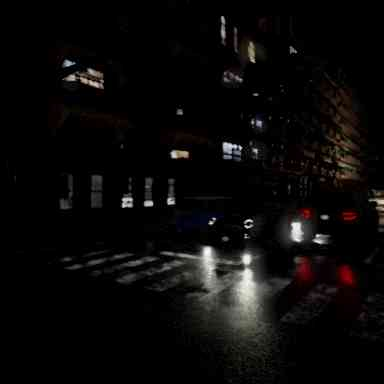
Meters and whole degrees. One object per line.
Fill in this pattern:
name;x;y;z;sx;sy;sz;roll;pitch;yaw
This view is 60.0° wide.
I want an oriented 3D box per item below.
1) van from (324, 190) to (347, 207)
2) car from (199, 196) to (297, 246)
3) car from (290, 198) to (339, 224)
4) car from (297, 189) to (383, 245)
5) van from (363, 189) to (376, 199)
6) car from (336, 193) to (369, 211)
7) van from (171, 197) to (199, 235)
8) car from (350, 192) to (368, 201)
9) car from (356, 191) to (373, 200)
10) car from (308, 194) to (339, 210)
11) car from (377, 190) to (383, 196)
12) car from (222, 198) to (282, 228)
van;16.800;0.712;38.824;1.690;1.788;3.998;1;2;35
car;2.549;1.129;14.169;2.097;1.767;4.553;0;1;36
car;8.269;1.205;22.226;1.994;1.385;4.181;0;1;36
car;6.551;0.984;14.492;2.150;2.045;5.566;1;1;37
van;32.924;0.332;61.724;1.690;1.788;3.998;1;2;35
car;16.230;0.943;33.506;2.128;1.511;4.902;0;1;36
van;0.675;1.096;15.925;1.690;1.788;3.998;1;2;35
car;26.473;0.687;52.569;1.887;1.381;4.507;1;2;35
car;29.697;0.617;57.149;2.008;1.369;4.403;1;2;35
car;13.572;0.998;34.249;2.008;1.369;4.403;1;2;35
car;45.725;0.217;79.909;1.752;1.417;4.829;1;2;35
car;3.800;1.206;20.370;1.752;1.417;4.829;1;2;35
